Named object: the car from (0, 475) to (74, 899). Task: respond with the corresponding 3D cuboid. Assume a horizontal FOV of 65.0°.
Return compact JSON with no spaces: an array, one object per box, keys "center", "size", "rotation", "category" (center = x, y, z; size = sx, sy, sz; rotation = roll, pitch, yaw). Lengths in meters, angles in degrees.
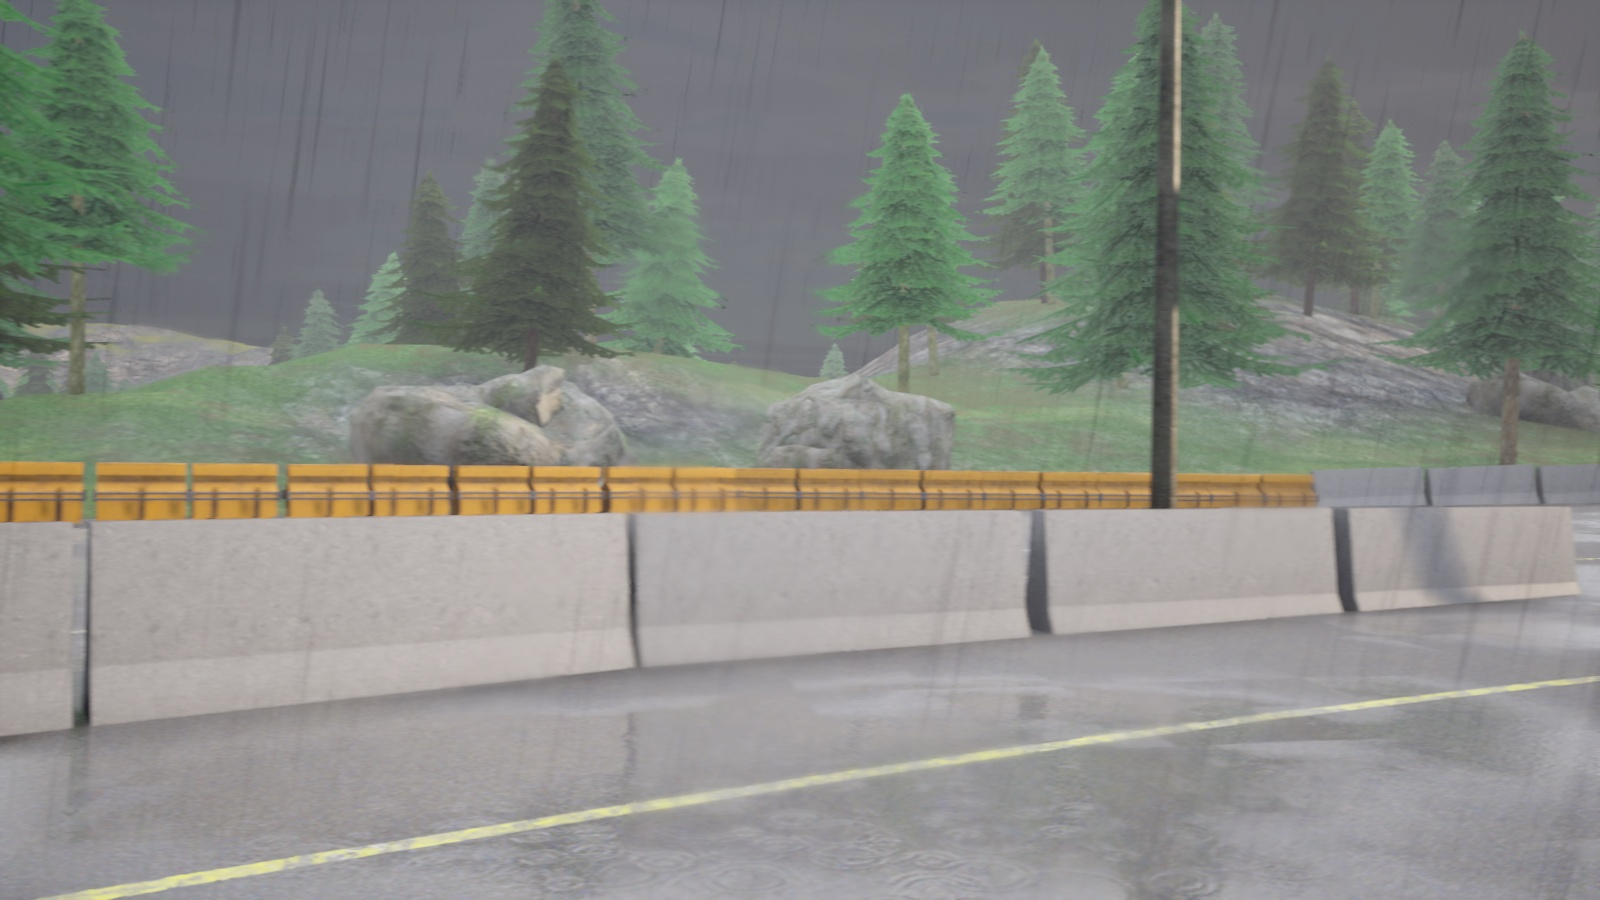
[{"center":[-3.514,0.780,1.223],"size":[4.674,1.442,1.812],"rotation":[0,0,-37],"category":"car"}]
